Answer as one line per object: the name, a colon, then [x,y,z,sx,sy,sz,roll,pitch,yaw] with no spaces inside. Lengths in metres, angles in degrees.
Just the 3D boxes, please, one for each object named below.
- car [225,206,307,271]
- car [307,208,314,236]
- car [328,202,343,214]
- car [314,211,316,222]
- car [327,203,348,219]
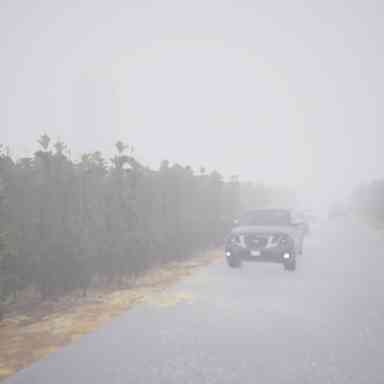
car: [2.964,1.583,12.702,2.150,2.045,5.566,-2,-2,22]
car: [7.126,2.065,23.001,1.882,1.535,5.008,-2,-2,22]
car: [20.325,2.256,47.187,1.812,1.442,4.674,-2,-1,22]
car: [11.746,2.366,34.387,1.895,1.301,4.718,-2,-1,22]
car: [16.283,2.279,37.031,1.895,1.301,4.718,-2,-1,22]
